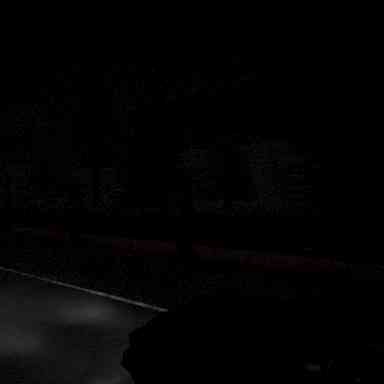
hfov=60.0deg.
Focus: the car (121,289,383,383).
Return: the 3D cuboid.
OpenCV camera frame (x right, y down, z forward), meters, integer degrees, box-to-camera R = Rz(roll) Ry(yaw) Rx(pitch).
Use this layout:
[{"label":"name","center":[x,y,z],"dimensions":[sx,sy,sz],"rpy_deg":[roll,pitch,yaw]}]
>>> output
[{"label":"car","center":[1.604,1.603,2.850],"dimensions":[4.718,1.301,1.895],"rpy_deg":[-1,0,36]}]
